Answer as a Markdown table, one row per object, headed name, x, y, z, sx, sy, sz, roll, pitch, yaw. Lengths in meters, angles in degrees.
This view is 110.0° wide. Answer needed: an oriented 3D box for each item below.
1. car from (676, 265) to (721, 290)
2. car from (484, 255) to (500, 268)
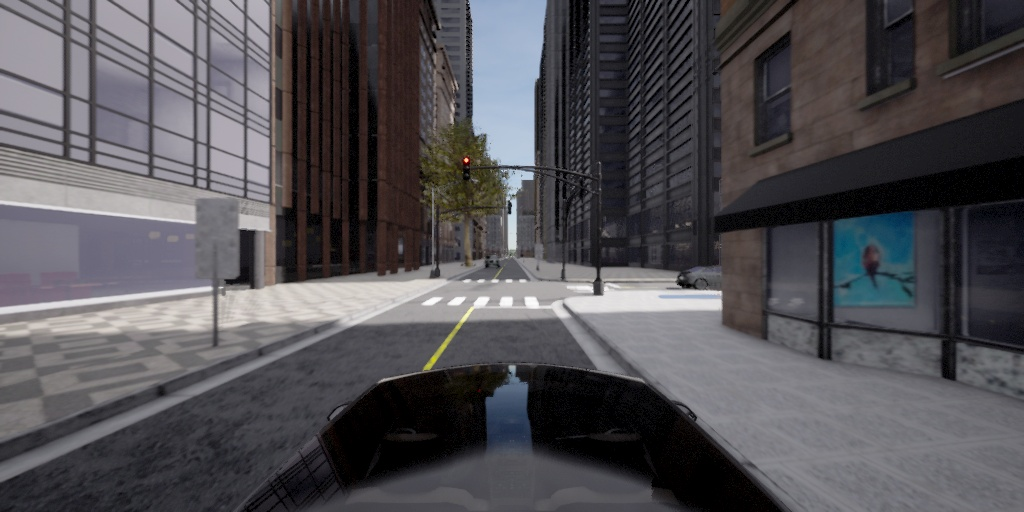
| name | x | y | z | sx | sy | sz | roll | pitch | yaw |
| --- | --- | --- | --- | --- | --- | --- | --- | --- | --- |
| car | 11.531 | 1.197 | 20.179 | 4.181 | 1.385 | 1.994 | 0 | 0 | 0 |
| car | -3.041 | 0.827 | 56.072 | 2.150 | 2.045 | 5.566 | 0 | 0 | 1 |
